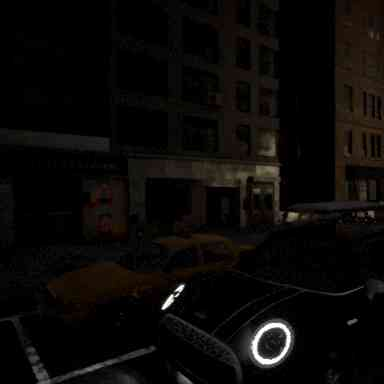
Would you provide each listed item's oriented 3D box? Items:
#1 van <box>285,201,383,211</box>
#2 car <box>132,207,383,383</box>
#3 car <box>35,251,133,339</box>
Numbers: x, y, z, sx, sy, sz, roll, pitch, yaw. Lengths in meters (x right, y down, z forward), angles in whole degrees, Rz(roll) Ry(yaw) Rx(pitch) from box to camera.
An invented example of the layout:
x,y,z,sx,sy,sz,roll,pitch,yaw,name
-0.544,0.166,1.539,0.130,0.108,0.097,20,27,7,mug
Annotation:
x,y,z,sx,sy,sz,roll,pitch,yaw,name
4.235,1.196,9.772,3.998,1.788,1.690,-1,1,-35,van
1.759,1.286,4.633,4.553,1.767,2.097,-1,1,-35,car
-0.365,1.470,6.493,4.829,1.417,1.752,-1,1,-35,car
